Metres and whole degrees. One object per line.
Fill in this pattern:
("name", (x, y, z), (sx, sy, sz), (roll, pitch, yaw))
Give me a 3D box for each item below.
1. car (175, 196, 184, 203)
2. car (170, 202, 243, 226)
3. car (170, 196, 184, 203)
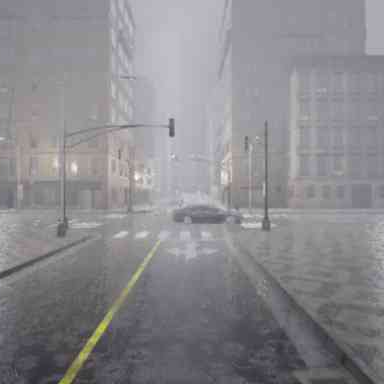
("car", (-2.745, 1.673, 73.988), (1.837, 1.490, 4.892), (0, 0, 0))
("car", (1.083, 1.625, 23.066), (4.892, 1.490, 1.837), (0, 0, 0))
("car", (-2.842, 1.680, 58.498), (2.033, 1.411, 5.357), (0, 0, 1))
